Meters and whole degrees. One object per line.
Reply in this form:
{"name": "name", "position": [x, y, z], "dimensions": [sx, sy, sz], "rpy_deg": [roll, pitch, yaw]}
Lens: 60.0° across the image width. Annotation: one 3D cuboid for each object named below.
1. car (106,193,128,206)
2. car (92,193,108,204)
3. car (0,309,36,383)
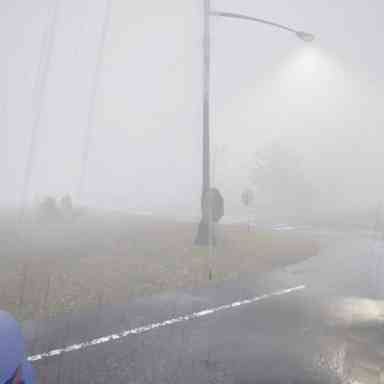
{"name": "car", "position": [-11.972, 1.409, 54.244], "dimensions": [1.837, 1.490, 4.892], "rpy_deg": [0, 0, -33]}
{"name": "car", "position": [-16.448, 1.112, 60.860], "dimensions": [2.150, 2.045, 5.566], "rpy_deg": [0, 0, -34]}
{"name": "car", "position": [-3.432, 1.478, 1.432], "dimensions": [5.008, 1.535, 1.882], "rpy_deg": [0, 0, -35]}
